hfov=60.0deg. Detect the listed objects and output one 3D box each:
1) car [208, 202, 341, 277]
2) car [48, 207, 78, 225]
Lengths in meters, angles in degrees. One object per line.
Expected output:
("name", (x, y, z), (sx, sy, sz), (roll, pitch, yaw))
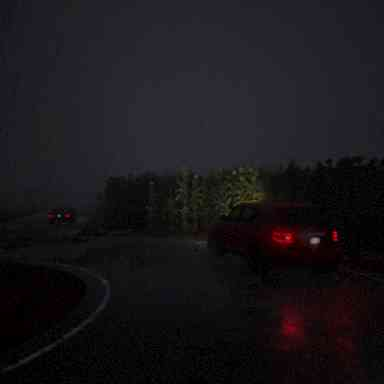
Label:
("car", (2.351, 1.348, 10.978), (2.150, 2.045, 5.566), (1, -1, -16))
("car", (-11.057, 1.978, 28.715), (2.033, 1.411, 5.357), (0, -1, -13))
